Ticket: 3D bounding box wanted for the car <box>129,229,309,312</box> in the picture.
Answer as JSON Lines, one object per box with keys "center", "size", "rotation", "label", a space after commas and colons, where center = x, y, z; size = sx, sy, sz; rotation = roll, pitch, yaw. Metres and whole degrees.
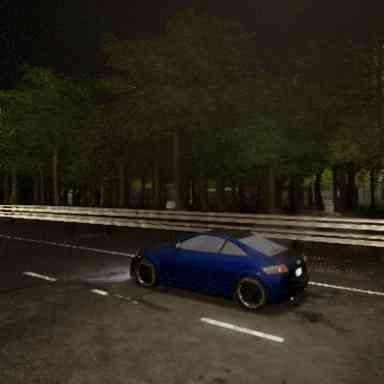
{"center": [0.498, 1.573, 7.814], "size": [4.181, 1.385, 1.994], "rotation": [0, 0, 36], "label": "car"}
